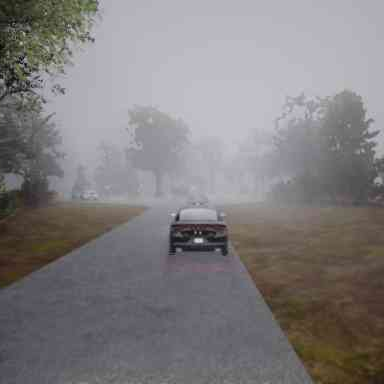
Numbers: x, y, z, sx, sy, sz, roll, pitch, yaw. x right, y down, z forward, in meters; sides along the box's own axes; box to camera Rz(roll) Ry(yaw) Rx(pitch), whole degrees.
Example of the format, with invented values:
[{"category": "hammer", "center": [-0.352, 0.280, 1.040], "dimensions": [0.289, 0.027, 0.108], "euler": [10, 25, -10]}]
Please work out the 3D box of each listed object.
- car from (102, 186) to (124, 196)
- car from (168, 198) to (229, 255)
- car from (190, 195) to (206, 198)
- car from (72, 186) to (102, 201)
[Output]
[{"category": "car", "center": [-16.041, -0.258, 65.712], "dimensions": [2.150, 2.045, 5.566], "euler": [1, 2, 38]}, {"category": "car", "center": [0.225, 1.216, 12.173], "dimensions": [1.882, 1.535, 5.008], "euler": [0, 1, 1]}, {"category": "car", "center": [0.503, 0.931, 27.530], "dimensions": [2.033, 1.411, 5.357], "euler": [0, 1, 2]}, {"category": "car", "center": [-15.669, 0.151, 48.397], "dimensions": [2.150, 2.045, 5.566], "euler": [-1, 2, -39]}]
